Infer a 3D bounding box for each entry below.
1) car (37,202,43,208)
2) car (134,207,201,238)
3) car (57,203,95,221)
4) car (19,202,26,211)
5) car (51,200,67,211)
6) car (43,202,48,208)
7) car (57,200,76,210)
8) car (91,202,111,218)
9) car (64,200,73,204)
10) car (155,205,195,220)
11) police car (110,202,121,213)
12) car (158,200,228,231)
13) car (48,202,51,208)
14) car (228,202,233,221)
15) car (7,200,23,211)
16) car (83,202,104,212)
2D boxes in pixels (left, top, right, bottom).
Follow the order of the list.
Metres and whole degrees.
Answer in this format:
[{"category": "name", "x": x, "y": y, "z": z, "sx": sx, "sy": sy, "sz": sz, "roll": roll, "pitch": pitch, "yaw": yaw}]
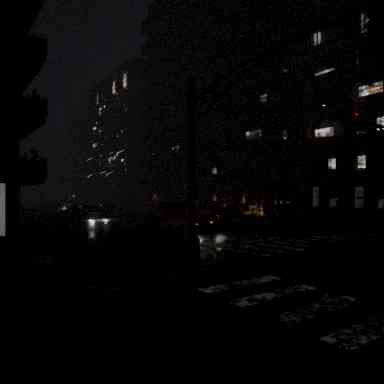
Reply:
[{"category": "car", "x": -35.076, "y": 3.049, "z": 80.050, "sx": 1.887, "sy": 1.381, "sz": 4.507, "roll": -1, "pitch": 0, "yaw": -36}, {"category": "car", "x": -1.804, "y": 1.832, "z": 19.941, "sx": 1.752, "sy": 1.417, "sz": 4.829, "roll": -1, "pitch": 0, "yaw": -36}, {"category": "car", "x": -11.877, "y": 2.163, "z": 33.835, "sx": 1.887, "sy": 1.381, "sz": 4.507, "roll": -1, "pitch": 0, "yaw": -36}, {"category": "car", "x": -31.825, "y": 2.769, "z": 61.346, "sx": 1.887, "sy": 1.381, "sz": 4.507, "roll": -1, "pitch": 0, "yaw": -36}, {"category": "car", "x": -23.220, "y": 2.600, "z": 59.366, "sx": 1.837, "sy": 1.490, "sz": 4.892, "roll": 0, "pitch": -1, "yaw": -36}, {"category": "car", "x": -31.750, "y": 2.972, "z": 75.464, "sx": 1.947, "sy": 1.339, "sz": 4.313, "roll": -1, "pitch": 0, "yaw": -36}, {"category": "car", "x": -25.107, "y": 2.523, "z": 66.294, "sx": 2.192, "sy": 1.841, "sz": 5.009, "roll": -1, "pitch": 0, "yaw": -36}, {"category": "car", "x": -11.140, "y": 2.161, "z": 37.265, "sx": 1.837, "sy": 1.490, "sz": 4.892, "roll": 0, "pitch": -1, "yaw": -36}, {"category": "car", "x": -17.691, "y": 2.418, "z": 51.738, "sx": 2.128, "sy": 1.511, "sz": 4.902, "roll": 0, "pitch": -1, "yaw": -36}, {"category": "car", "x": -1.830, "y": 2.045, "z": 34.199, "sx": 1.887, "sy": 1.381, "sz": 4.507, "roll": -1, "pitch": 0, "yaw": -36}, {"category": "police car", "x": -12.311, "y": 2.256, "z": 49.488, "sx": 1.930, "sy": 1.638, "sz": 5.238, "roll": 0, "pitch": -1, "yaw": -36}, {"category": "car", "x": -0.437, "y": 1.547, "z": 22.483, "sx": 2.150, "sy": 2.045, "sz": 5.566, "roll": 0, "pitch": -1, "yaw": -36}, {"category": "car", "x": -28.433, "y": 2.623, "z": 70.880, "sx": 2.192, "sy": 1.841, "sz": 5.009, "roll": -1, "pitch": 0, "yaw": -36}, {"category": "car", "x": 1.488, "y": 1.713, "z": 29.615, "sx": 2.192, "sy": 1.841, "sz": 5.009, "roll": -1, "pitch": 0, "yaw": -36}, {"category": "car", "x": -35.154, "y": 2.639, "z": 65.931, "sx": 2.192, "sy": 1.841, "sz": 5.009, "roll": -1, "pitch": 0, "yaw": -36}, {"category": "car", "x": -16.351, "y": 2.432, "z": 55.069, "sx": 1.882, "sy": 1.535, "sz": 5.008, "roll": 0, "pitch": -1, "yaw": -36}]
